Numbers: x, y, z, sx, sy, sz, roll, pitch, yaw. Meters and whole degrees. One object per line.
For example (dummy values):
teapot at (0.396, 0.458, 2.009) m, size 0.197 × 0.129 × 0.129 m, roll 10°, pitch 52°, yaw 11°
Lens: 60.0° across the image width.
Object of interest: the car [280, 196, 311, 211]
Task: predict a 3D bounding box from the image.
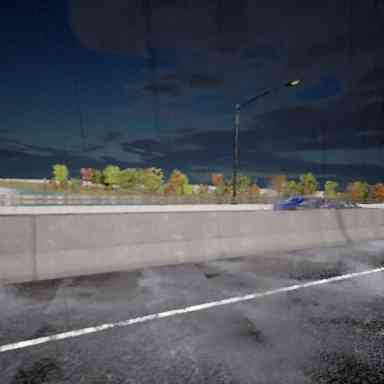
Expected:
car at (10.027, 1.313, 27.035) m, size 5.357 × 1.411 × 2.033 m, roll 1°, pitch 1°, yaw -32°

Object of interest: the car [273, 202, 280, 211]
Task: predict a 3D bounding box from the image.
car at (9.779, 1.160, 31.003) m, size 5.008 × 1.535 × 1.882 m, roll 1°, pitch 1°, yaw -32°

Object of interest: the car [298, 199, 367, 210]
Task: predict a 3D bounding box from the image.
car at (10.079, 1.393, 22.932) m, size 5.357 × 1.411 × 2.033 m, roll 1°, pitch 1°, yaw -32°
